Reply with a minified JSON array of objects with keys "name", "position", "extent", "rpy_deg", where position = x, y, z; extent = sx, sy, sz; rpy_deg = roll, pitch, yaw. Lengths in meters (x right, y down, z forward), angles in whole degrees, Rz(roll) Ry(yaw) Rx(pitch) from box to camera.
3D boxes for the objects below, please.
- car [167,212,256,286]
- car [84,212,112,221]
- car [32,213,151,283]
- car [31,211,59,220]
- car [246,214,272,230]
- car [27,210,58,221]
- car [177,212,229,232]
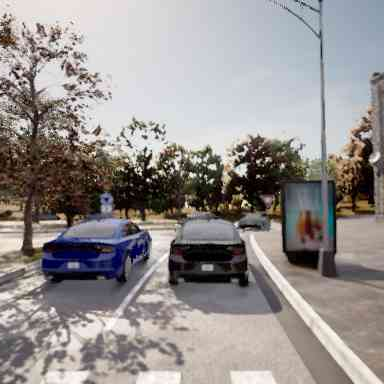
[{"name":"car","position":[0.476,1.488,9.466],"extent":[1.882,1.535,5.008],"rpy_deg":[0,-1,3]},{"name":"car","position":[-15.881,4.192,56.373],"extent":[4.181,1.385,1.994],"rpy_deg":[0,-3,-4]},{"name":"car","position":[-2.439,1.500,9.701],"extent":[1.882,1.535,5.008],"rpy_deg":[0,-1,3]},{"name":"car","position":[-23.632,4.057,53.419],"extent":[4.181,1.385,1.994],"rpy_deg":[2,-4,-34]},{"name":"car","position":[5.582,2.576,29.024],"extent":[1.994,1.385,4.181],"rpy_deg":[-2,-4,27]},{"name":"car","position":[-25.251,4.016,56.259],"extent":[4.553,1.767,2.097],"rpy_deg":[2,-4,-33]},{"name":"car","position":[1.033,2.401,27.547],"extent":[2.128,1.511,4.902],"rpy_deg":[-2,-4,32]}]
